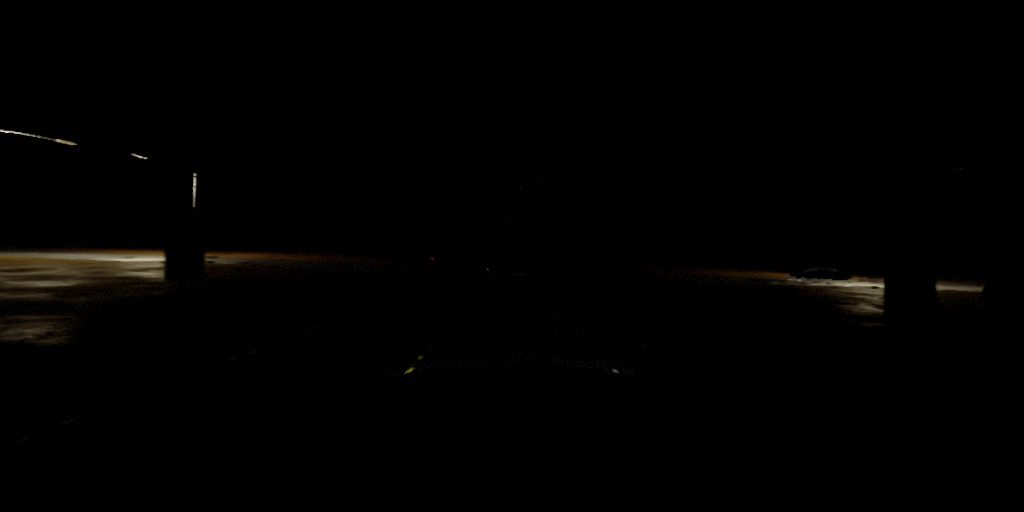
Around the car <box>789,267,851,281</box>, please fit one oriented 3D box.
[{"bbox_3d":[32.988,1.861,38.404,5.357,1.411,2.033,1,0,1],"label":"car"}]

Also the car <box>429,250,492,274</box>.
[{"bbox_3d":[-4.580,0.544,32.249,5.566,2.045,2.150,3,1,1],"label":"car"}]
